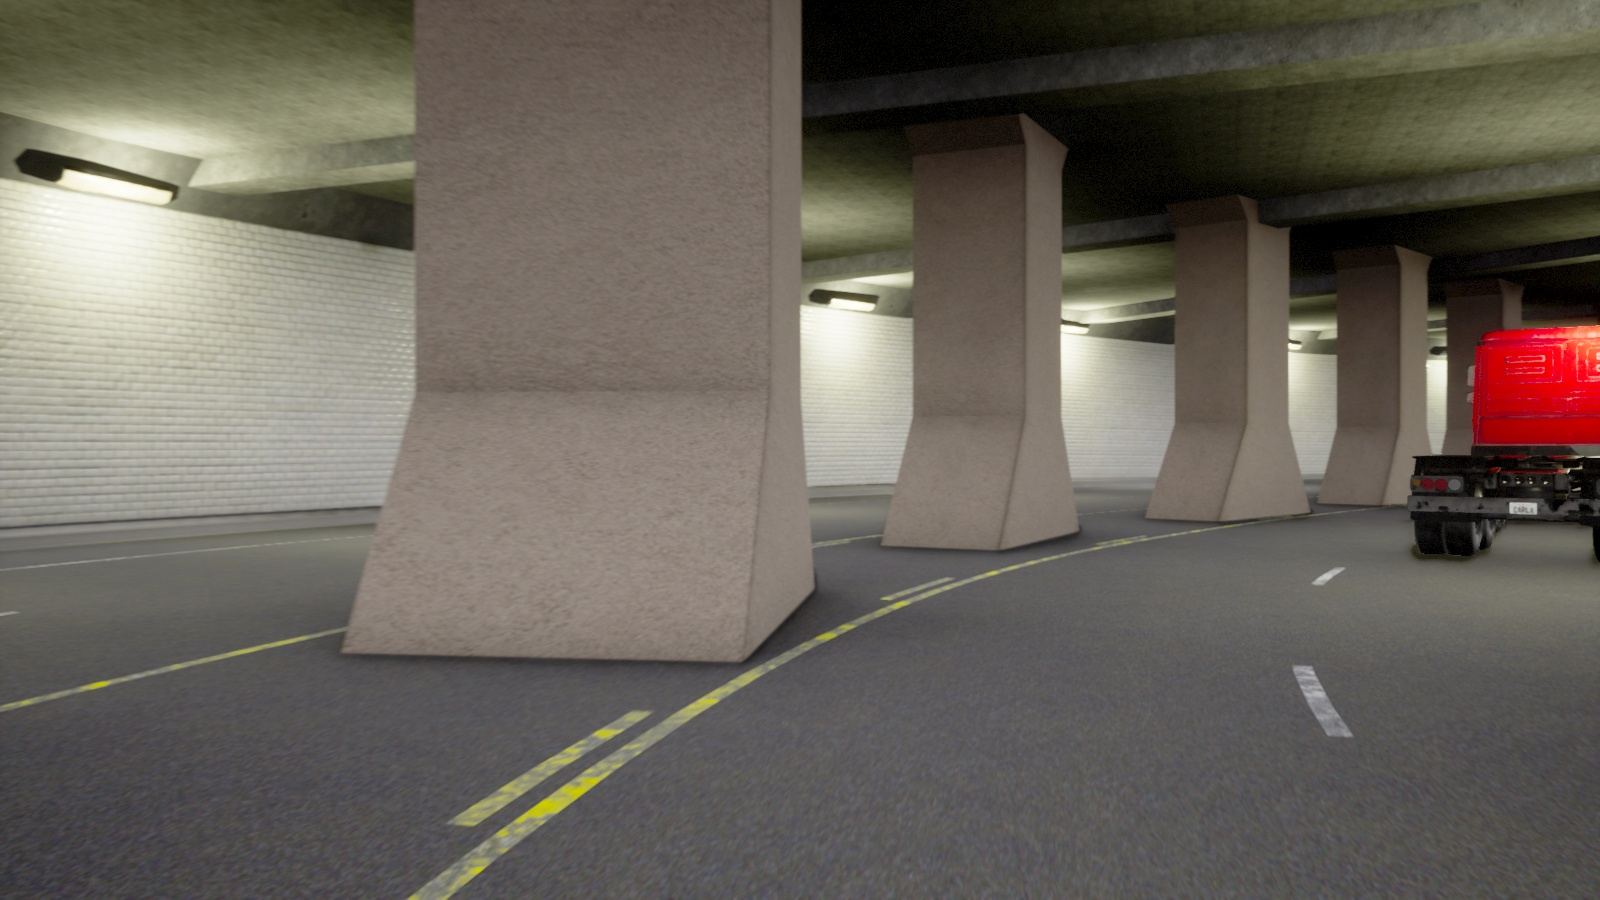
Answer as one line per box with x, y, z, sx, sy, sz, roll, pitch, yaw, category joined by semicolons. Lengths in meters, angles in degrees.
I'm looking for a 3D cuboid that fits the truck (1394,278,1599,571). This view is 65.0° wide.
11.145;-0.317;18.481;2.891;3.462;7.936;0;0;36;truck
